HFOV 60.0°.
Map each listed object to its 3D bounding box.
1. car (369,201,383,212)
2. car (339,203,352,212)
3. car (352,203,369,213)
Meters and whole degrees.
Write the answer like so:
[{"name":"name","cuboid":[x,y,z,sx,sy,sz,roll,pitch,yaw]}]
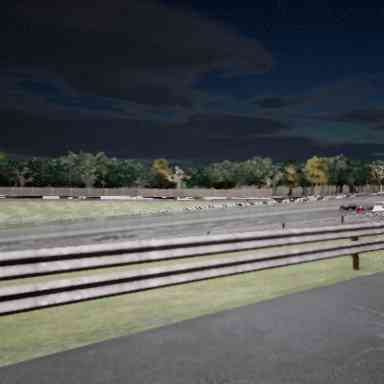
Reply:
[{"name":"car","cuboid":[33.191,2.554,56.355,5.566,2.045,2.150,-3,2,-27]},{"name":"car","cuboid":[29.953,2.806,62.563,5.008,1.535,1.882,-3,2,-27]},{"name":"car","cuboid":[31.535,2.700,59.440,4.553,1.767,2.097,-3,2,-27]}]
